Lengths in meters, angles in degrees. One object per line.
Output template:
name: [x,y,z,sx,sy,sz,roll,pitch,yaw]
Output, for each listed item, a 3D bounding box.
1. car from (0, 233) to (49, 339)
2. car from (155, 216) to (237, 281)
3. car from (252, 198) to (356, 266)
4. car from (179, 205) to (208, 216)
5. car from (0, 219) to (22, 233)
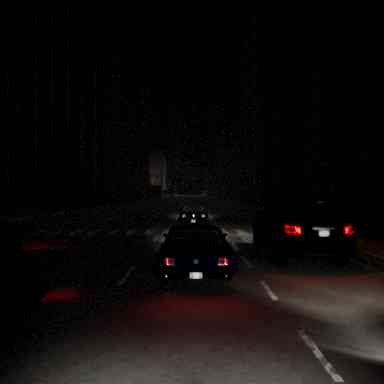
car: [-3.579,1.547,3.835,2.033,1.411,5.357,0,0,0]
car: [0.097,1.599,9.745,1.895,1.301,4.718,0,0,0]
car: [3.606,1.219,11.737,2.150,2.045,5.566,0,0,0]
car: [0.093,1.554,23.520,1.895,1.301,4.718,0,0,0]
car: [-7.037,1.523,10.290,1.812,1.442,4.674,0,0,1]
